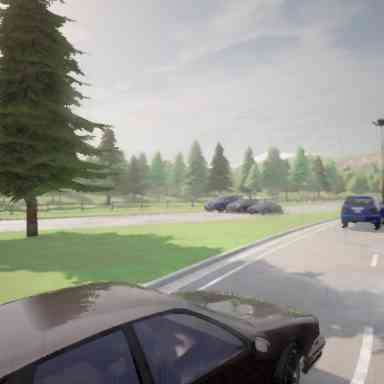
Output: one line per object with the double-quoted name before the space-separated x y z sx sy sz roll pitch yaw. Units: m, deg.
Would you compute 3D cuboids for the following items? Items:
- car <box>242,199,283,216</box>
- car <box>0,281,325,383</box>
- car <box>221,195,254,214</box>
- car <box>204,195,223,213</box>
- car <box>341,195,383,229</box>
"car" 7.601 1.685 34.521 4.181 1.385 1.994 0 0 -39
"car" -0.763 1.578 2.843 2.033 1.411 5.357 -1 0 43
"car" 5.910 1.513 37.647 4.553 1.767 2.097 0 0 -39
"car" 4.076 1.423 40.612 5.566 2.045 2.150 0 0 -39
"car" 11.379 1.219 21.838 2.150 2.045 5.566 -1 -1 36
